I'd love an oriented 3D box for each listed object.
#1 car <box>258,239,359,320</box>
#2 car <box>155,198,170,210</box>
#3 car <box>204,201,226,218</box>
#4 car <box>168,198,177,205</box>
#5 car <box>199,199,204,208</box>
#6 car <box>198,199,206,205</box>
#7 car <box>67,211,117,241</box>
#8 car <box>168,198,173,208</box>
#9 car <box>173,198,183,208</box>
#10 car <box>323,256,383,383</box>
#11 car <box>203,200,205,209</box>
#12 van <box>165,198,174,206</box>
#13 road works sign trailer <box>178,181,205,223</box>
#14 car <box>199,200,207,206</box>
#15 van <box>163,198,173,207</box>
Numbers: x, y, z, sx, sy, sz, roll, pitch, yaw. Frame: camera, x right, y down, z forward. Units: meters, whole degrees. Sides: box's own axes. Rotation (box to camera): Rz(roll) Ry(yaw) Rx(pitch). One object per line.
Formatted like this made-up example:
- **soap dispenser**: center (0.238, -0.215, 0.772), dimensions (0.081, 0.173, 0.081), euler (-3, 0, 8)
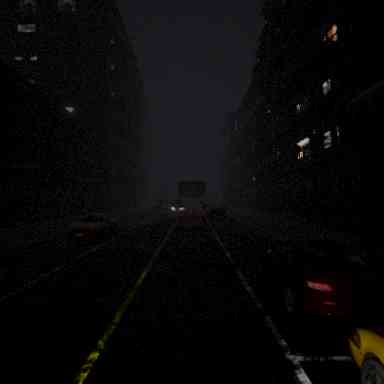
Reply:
- **car**: center (2.585, 1.665, 7.178), dimensions (1.802, 1.307, 4.206), euler (1, -1, 0)
- **car**: center (-5.293, 2.244, 56.840), dimensions (1.752, 1.417, 4.829), euler (2, -1, 0)
- **car**: center (2.586, 1.964, 34.826), dimensions (1.887, 1.381, 4.507), euler (1, -1, 0)
- **car**: center (-5.287, 2.530, 90.193), dimensions (2.192, 1.841, 5.009), euler (1, -1, 0)
- **car**: center (2.587, 2.265, 56.946), dimensions (1.887, 1.381, 4.507), euler (1, -1, 0)
- **car**: center (2.598, 2.654, 90.130), dimensions (1.967, 1.590, 4.097), euler (1, -1, 0)
- **car**: center (-5.293, 1.736, 18.136), dimensions (1.752, 1.417, 4.829), euler (2, -1, 0)
- **car**: center (-5.287, 2.113, 62.544), dimensions (2.192, 1.841, 5.009), euler (2, -1, 0)
- **car**: center (-2.774, 2.182, 64.743), dimensions (2.097, 1.767, 4.553), euler (0, -1, 1)
- **car**: center (2.586, 1.548, 1.820), dimensions (1.752, 1.417, 4.829), euler (2, -1, 0)
- **car**: center (2.587, 2.020, 40.528), dimensions (1.752, 1.417, 4.829), euler (1, -1, 0)
- **van**: center (-5.288, 2.384, 79.133), dimensions (1.690, 1.788, 3.998), euler (1, -1, 0)
- **road works sign trailer**: center (-0.002, 0.815, 29.507), dimensions (2.380, 3.560, 2.880), euler (0, -1, 0)
- **car**: center (2.588, 2.587, 79.068), dimensions (1.887, 1.381, 4.507), euler (1, -1, 0)
- **van**: center (-5.287, 2.300, 73.601), dimensions (1.690, 1.788, 3.998), euler (2, -1, 0)
